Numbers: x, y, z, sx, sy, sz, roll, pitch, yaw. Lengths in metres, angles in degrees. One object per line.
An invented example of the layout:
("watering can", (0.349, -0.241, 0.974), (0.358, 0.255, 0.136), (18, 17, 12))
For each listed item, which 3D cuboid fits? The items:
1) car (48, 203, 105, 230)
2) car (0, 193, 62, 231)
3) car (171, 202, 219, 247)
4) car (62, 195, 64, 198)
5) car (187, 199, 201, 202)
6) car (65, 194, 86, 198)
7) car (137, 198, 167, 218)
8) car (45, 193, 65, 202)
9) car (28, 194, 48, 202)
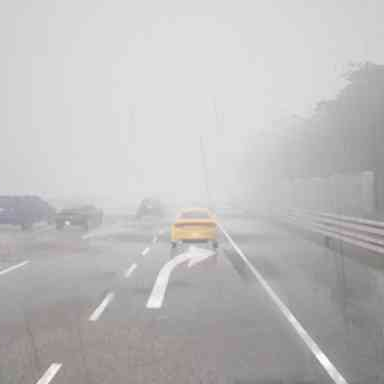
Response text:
("car", (-6.855, 1.460, 20.744), (1.837, 1.490, 4.892), (0, 0, 0))
("car", (-10.358, 1.177, 20.493), (2.150, 2.045, 5.566), (0, 0, 0))
("car", (0.124, 1.445, 14.987), (1.882, 1.535, 5.008), (0, 0, 0))
("car", (-24.046, 1.118, 67.017), (1.994, 1.385, 4.181), (0, 1, 1))
("car", (0.212, 1.453, 33.027), (1.812, 1.442, 4.674), (0, 0, 0))
("car", (-20.648, 1.197, 60.477), (2.128, 1.511, 4.902), (0, 1, 1))
("car", (-3.414, 1.288, 29.029), (2.097, 1.767, 4.553), (0, 0, 0))
("car", (-27.546, 1.043, 67.067), (1.882, 1.535, 5.008), (0, 1, 1))
("car", (-31.046, 1.089, 67.120), (1.812, 1.442, 4.674), (0, 1, 1))
